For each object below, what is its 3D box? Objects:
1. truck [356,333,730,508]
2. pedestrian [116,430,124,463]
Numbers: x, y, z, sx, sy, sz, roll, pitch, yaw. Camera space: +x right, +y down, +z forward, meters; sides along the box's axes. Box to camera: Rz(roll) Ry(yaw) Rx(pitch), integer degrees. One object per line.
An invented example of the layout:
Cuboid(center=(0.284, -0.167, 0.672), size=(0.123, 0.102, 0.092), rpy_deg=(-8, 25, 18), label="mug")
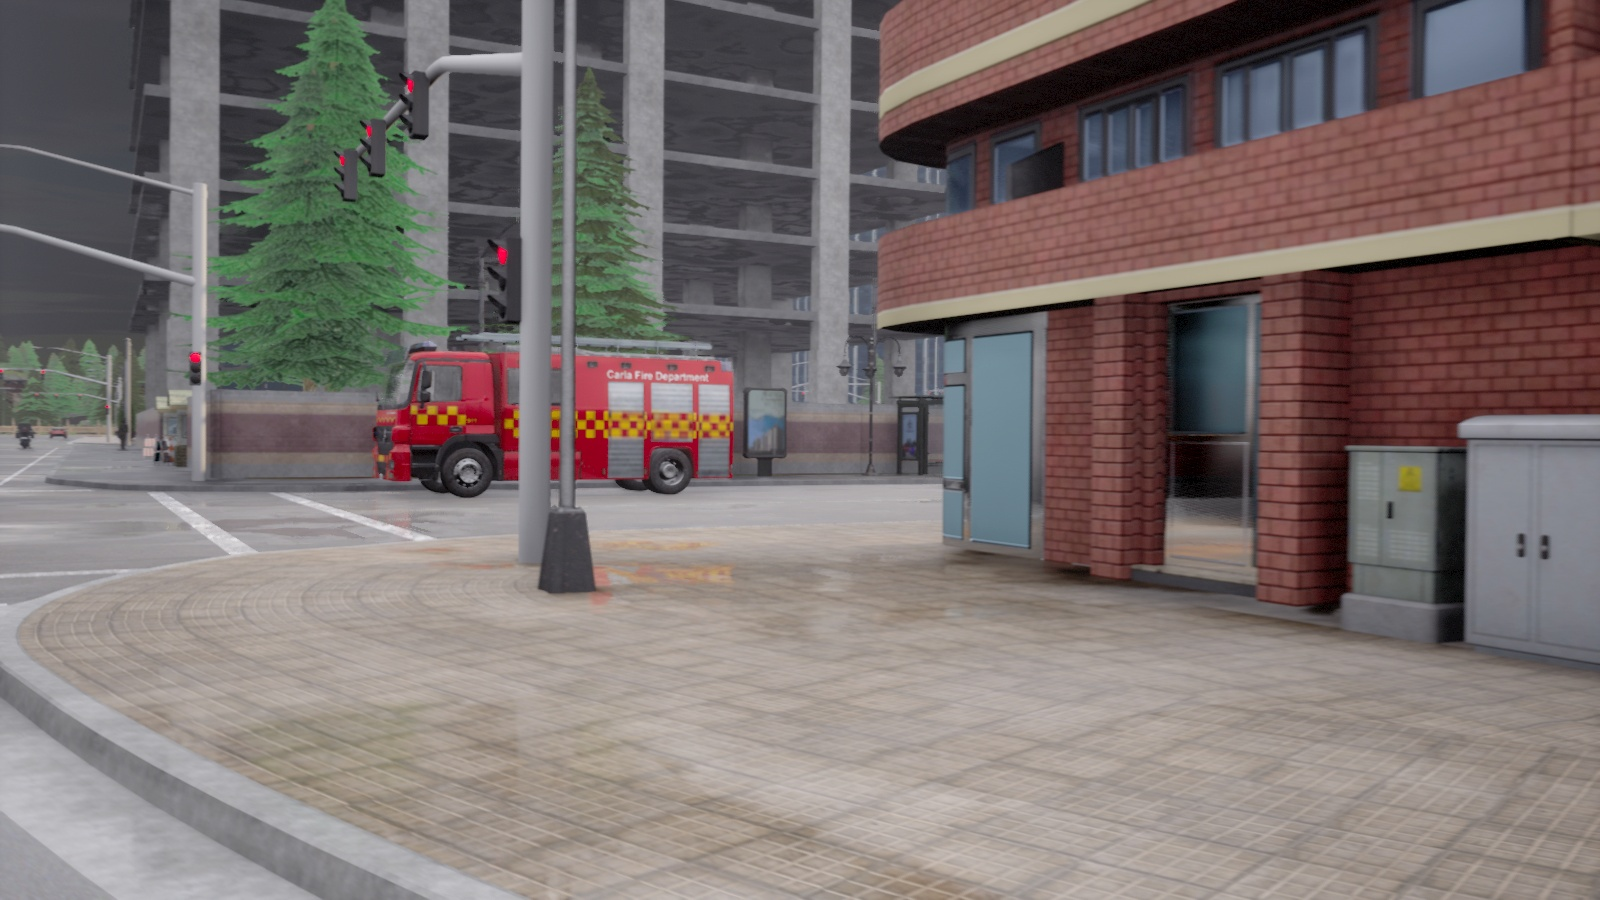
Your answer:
Cuboid(center=(-6.175, -0.717, 30.775), size=(8.468, 3.827, 2.891), rpy_deg=(-1, 1, -29), label="truck")
Cuboid(center=(-40.355, -0.215, 74.510), size=(0.395, 1.930, 0.692), rpy_deg=(-1, 1, -29), label="pedestrian")
